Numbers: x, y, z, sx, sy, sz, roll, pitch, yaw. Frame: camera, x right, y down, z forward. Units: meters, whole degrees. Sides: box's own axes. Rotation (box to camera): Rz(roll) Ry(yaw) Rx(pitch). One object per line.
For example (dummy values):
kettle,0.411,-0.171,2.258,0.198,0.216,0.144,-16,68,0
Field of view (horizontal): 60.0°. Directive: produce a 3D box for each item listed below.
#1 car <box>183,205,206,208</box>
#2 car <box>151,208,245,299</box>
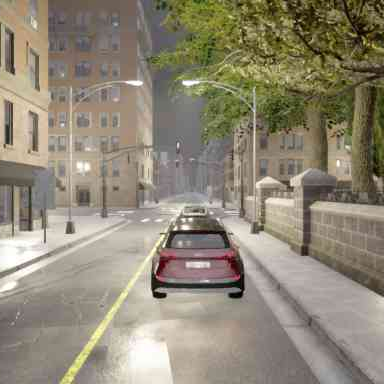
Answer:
car,0.141,1.503,18.339,1.837,1.490,4.892,0,0,0
car,0.119,1.430,8.492,2.033,1.649,4.856,0,0,0
